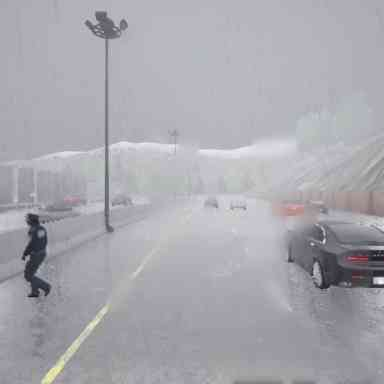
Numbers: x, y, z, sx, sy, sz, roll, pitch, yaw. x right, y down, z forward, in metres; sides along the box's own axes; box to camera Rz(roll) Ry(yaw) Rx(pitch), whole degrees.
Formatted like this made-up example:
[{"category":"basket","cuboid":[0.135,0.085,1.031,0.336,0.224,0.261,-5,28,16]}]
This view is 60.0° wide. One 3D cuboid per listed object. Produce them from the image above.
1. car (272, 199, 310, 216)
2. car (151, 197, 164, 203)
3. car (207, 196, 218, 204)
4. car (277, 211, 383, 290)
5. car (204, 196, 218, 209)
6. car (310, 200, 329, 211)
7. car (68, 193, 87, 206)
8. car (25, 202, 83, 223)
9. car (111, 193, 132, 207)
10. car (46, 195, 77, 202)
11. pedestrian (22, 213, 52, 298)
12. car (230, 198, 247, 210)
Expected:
[{"category":"car","cuboid":[8.455,1.352,29.212,2.097,1.767,4.553,0,0,3]},{"category":"car","cuboid":[-6.707,1.601,64.276,1.895,1.301,4.718,0,0,4]},{"category":"car","cuboid":[3.951,1.547,64.213,2.033,1.411,5.357,0,0,4]},{"category":"car","cuboid":[3.862,1.506,9.054,1.837,1.490,4.892,0,0,2]},{"category":"car","cuboid":[2.741,1.601,46.322,1.895,1.301,4.718,0,0,4]},{"category":"car","cuboid":[12.267,1.525,33.501,1.812,1.442,4.674,0,0,4]},{"category":"car","cuboid":[-18.133,1.223,51.401,2.150,2.045,5.566,0,0,4]},{"category":"car","cuboid":[-9.679,1.601,23.407,1.895,1.301,4.718,0,0,3]},{"category":"car","cuboid":[-11.033,1.223,52.498,2.150,2.045,5.566,0,0,4]},{"category":"car","cuboid":[-15.648,1.491,38.266,2.128,1.511,4.902,0,0,4]},{"category":"pedestrian","cuboid":[-3.265,1.294,6.983,0.375,1.860,0.375,0,0,2]},{"category":"car","cuboid":[6.048,1.526,43.728,1.812,1.442,4.674,0,0,4]}]
